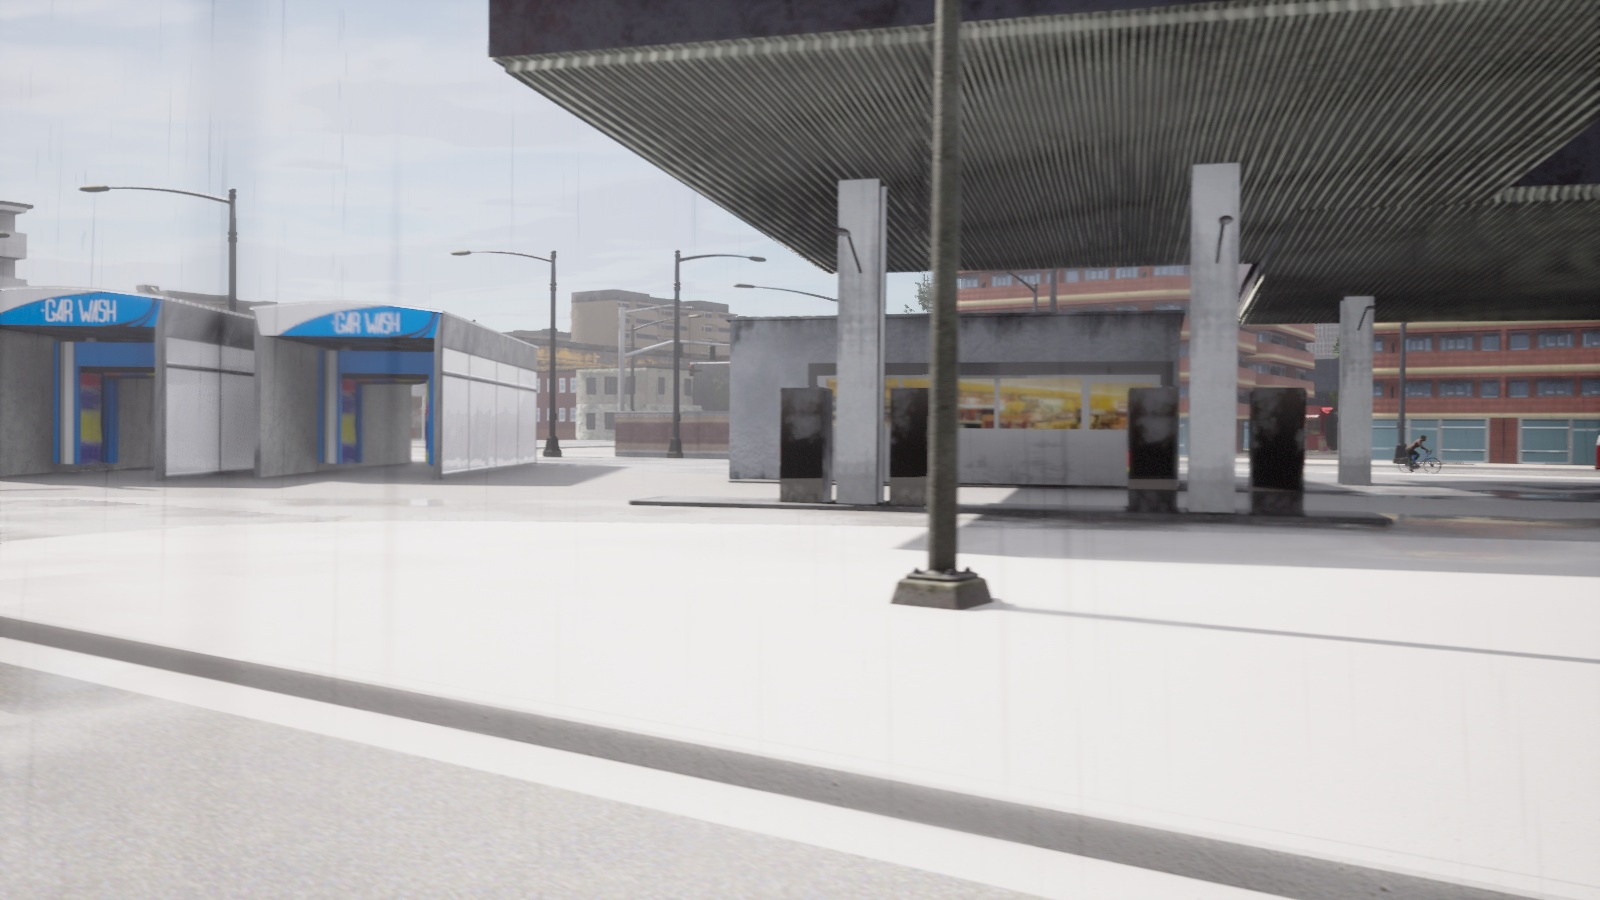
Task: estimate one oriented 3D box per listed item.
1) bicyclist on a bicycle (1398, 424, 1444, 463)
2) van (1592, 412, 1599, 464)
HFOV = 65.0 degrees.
[{"bbox_3d":[26.130,-0.277,52.864,1.656,1.620,0.582,-1,0,32],"label":"bicyclist on a bicycle"},{"bbox_3d":[33.161,-0.479,48.389,4.442,1.987,1.775,0,1,32],"label":"van"}]
